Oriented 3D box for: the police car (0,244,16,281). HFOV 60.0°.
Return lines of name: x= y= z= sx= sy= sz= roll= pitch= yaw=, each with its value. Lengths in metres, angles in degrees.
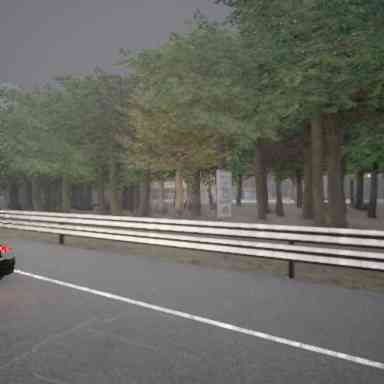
police car: x=-6.769 y=1.556 z=8.711 sx=4.974 sy=1.542 sz=2.038 roll=0 pitch=0 yaw=35
